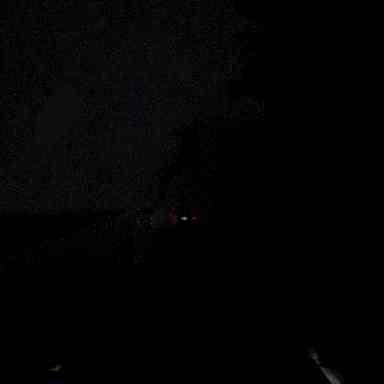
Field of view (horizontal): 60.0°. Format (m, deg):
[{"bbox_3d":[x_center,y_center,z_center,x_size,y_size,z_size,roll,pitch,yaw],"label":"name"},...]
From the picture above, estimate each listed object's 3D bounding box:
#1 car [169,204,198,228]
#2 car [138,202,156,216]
[{"bbox_3d":[-0.593,1.833,24.537,2.033,1.411,5.357,0,-1,-3],"label":"car"},{"bbox_3d":[-5.283,1.924,39.043,1.882,1.535,5.008,0,-1,-5],"label":"car"}]
